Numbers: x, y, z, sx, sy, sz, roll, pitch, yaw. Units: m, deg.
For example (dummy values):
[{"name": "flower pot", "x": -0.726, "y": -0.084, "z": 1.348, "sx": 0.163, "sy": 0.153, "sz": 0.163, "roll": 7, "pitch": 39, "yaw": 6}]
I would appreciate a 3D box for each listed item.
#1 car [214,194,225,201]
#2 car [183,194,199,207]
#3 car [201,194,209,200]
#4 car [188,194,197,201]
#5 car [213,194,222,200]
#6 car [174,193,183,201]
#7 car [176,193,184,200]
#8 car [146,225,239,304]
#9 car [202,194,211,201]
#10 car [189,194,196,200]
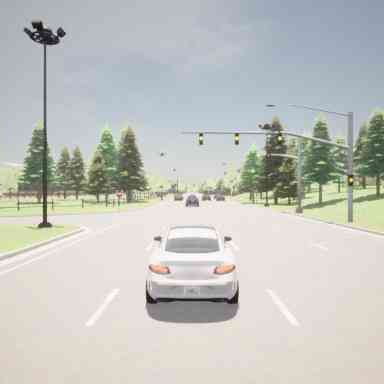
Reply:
[{"name": "car", "x": 7.111, "y": 1.512, "z": 82.529, "sx": 2.128, "sy": 1.511, "sz": 4.902, "roll": 0, "pitch": 0, "yaw": 0}, {"name": "car", "x": 0.070, "y": 1.349, "z": 51.896, "sx": 2.097, "sy": 1.767, "sz": 4.553, "roll": 0, "pitch": 0, "yaw": 0}, {"name": "car", "x": 3.625, "y": 1.367, "z": 92.954, "sx": 2.033, "sy": 1.411, "sz": 5.357, "roll": 0, "pitch": 0, "yaw": 0}, {"name": "car", "x": 0.111, "y": 1.343, "z": 82.925, "sx": 2.097, "sy": 1.767, "sz": 4.553, "roll": 0, "pitch": 0, "yaw": 0}, {"name": "car", "x": 7.125, "y": 1.380, "z": 92.949, "sx": 1.994, "sy": 1.385, "sz": 4.181, "roll": 0, "pitch": 0, "yaw": 0}, {"name": "car", "x": -3.389, "y": 1.539, "z": 82.927, "sx": 1.994, "sy": 1.385, "sz": 4.181, "roll": 0, "pitch": 0, "yaw": 0}, {"name": "car", "x": -3.375, "y": 1.182, "z": 92.933, "sx": 2.097, "sy": 1.767, "sz": 4.553, "roll": 0, "pitch": 0, "yaw": 0}, {"name": "car", "x": 0.017, "y": 1.525, "z": 8.022, "sx": 1.812, "sy": 1.442, "sz": 4.674, "roll": 0, "pitch": 0, "yaw": 0}, {"name": "car", "x": 3.611, "y": 1.343, "z": 82.921, "sx": 2.097, "sy": 1.767, "sz": 4.553, "roll": 0, "pitch": 0, "yaw": 0}, {"name": "car", "x": 0.125, "y": 1.327, "z": 92.959, "sx": 1.837, "sy": 1.490, "sz": 4.892, "roll": 0, "pitch": 0, "yaw": 0}]
